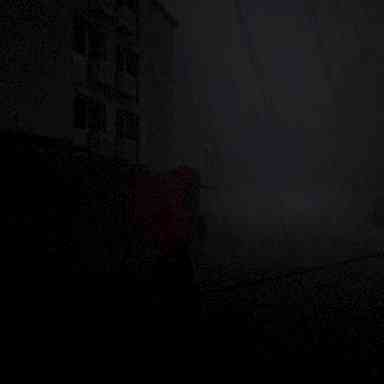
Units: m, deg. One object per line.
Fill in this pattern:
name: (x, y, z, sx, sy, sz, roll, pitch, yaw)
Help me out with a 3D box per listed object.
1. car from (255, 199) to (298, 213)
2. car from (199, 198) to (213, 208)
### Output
car: (9.193, 1.478, 36.343, 1.882, 1.535, 5.008, 0, 0, -36)
car: (0.774, 1.548, 48.148, 2.033, 1.411, 5.357, 0, 0, -35)
